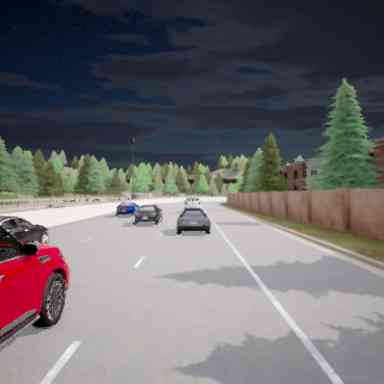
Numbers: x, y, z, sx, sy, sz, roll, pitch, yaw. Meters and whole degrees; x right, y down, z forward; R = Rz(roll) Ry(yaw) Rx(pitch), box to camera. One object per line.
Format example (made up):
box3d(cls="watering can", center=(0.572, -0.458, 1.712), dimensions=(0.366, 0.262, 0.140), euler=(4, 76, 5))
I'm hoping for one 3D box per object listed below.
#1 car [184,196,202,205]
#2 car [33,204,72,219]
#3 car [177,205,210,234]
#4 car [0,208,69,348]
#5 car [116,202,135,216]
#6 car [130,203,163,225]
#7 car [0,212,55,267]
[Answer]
box3d(cls="car", center=(0.093, 1.590, 43.168), dimensions=(2.150, 2.045, 5.566), euler=(0, 0, 0))
box3d(cls="car", center=(-14.021, 1.888, 33.750), dimensions=(1.895, 1.301, 4.718), euler=(0, -1, 0))
box3d(cls="car", center=(0.093, 1.742, 20.746), dimensions=(1.994, 1.385, 4.181), euler=(0, 0, 0))
box3d(cls="car", center=(-3.399, 1.257, 3.957), dimensions=(2.150, 2.045, 5.566), euler=(0, 0, 0))
box3d(cls="car", center=(-6.908, 1.785, 36.161), dimensions=(1.882, 1.535, 5.008), euler=(0, 0, 0))
box3d(cls="car", center=(-3.403, 1.751, 26.421), dimensions=(1.812, 1.442, 4.674), euler=(0, 0, 0))
box3d(cls="car", center=(-6.905, 1.609, 12.089), dimensions=(1.837, 1.490, 4.892), euler=(0, 0, 0))
